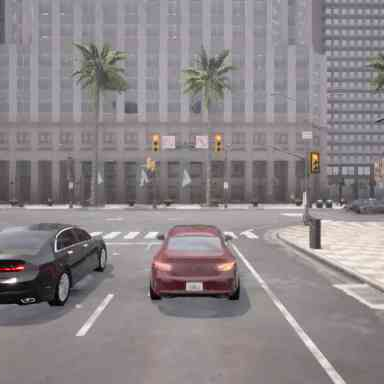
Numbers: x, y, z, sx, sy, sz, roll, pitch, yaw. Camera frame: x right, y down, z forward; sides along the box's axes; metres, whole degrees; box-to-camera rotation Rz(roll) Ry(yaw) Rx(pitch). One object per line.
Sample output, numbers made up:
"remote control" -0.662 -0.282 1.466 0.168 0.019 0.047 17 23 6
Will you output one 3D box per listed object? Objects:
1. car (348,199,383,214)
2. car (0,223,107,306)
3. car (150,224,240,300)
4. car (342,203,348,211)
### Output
"car" 19.032 1.564 34.539 4.181 1.385 1.994 0 0 0
"car" -3.439 1.505 8.000 1.837 1.490 4.892 0 0 0
"car" 0.070 1.526 8.255 1.812 1.442 4.674 0 0 1
"car" 19.751 1.491 38.039 4.902 1.511 2.128 0 0 0
